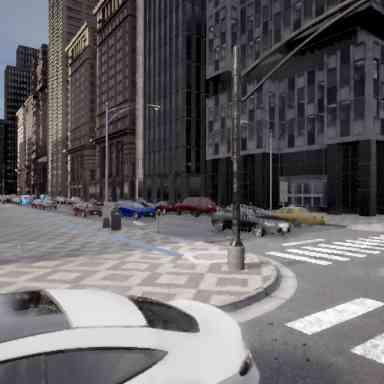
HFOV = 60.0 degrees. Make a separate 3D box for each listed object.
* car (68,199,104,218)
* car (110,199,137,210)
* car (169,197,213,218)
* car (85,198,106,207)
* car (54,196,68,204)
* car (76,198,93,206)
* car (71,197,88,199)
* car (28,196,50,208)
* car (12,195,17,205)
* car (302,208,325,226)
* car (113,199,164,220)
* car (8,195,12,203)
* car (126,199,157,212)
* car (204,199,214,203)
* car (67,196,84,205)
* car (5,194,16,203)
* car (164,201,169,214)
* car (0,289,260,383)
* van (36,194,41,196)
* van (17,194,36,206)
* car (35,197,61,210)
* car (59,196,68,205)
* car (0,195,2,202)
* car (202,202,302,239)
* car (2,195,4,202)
[{"bbox_3d":[-9.913,1.612,31.451,1.887,1.381,4.507,0,0,-35],"label":"car"},{"bbox_3d":[-9.439,1.680,45.535,2.008,1.369,4.403,0,0,-35],"label":"car"},{"bbox_3d":[0.271,1.398,31.819,2.192,1.841,5.009,0,0,-35],"label":"car"},{"bbox_3d":[-15.912,1.727,54.679,1.947,1.339,4.313,0,0,-35],"label":"car"},{"bbox_3d":[-28.859,1.668,72.967,1.967,1.590,4.097,0,0,-35],"label":"car"},{"bbox_3d":[-19.149,1.759,59.251,1.802,1.307,4.206,0,0,-35],"label":"car"},{"bbox_3d":[-12.909,1.666,40.375,1.994,1.385,4.181,0,0,-34],"label":"car"},{"bbox_3d":[-22.860,1.712,49.740,1.802,1.307,4.206,0,0,-35],"label":"car"},{"bbox_3d":[-32.473,1.705,63.318,1.752,1.417,4.829,0,0,-35],"label":"car"},{"bbox_3d":[6.647,1.578,22.814,1.752,1.417,4.829,0,0,-35],"label":"car"},{"bbox_3d":[-4.728,1.540,28.742,1.882,1.535,5.008,0,0,-35],"label":"car"},{"bbox_3d":[-35.808,1.779,68.029,1.802,1.307,4.206,0,0,-35],"label":"car"},{"bbox_3d":[-6.301,1.639,41.102,1.752,1.417,4.829,0,0,-35],"label":"car"},{"bbox_3d":[3.410,1.593,27.386,1.752,1.417,4.829,0,0,-35],"label":"car"},{"bbox_3d":[-22.385,1.634,63.823,1.967,1.590,4.097,0,0,-35],"label":"car"},{"bbox_3d":[-39.046,1.530,72.602,2.192,1.841,5.009,0,0,-35],"label":"car"},{"bbox_3d":[-2.965,1.643,36.391,1.887,1.381,4.507,0,0,-35],"label":"car"},{"bbox_3d":[-1.557,1.526,2.152,4.674,1.442,1.812,0,0,-36],"label":"car"},{"bbox_3d":[-38.570,1.622,86.684,1.690,1.788,3.998,0,0,-35],"label":"van"},{"bbox_3d":[-29.335,1.505,58.885,1.690,1.788,3.998,0,0,-35],"label":"van"},{"bbox_3d":[-19.624,1.696,45.168,1.802,1.307,4.206,0,0,-35],"label":"car"},{"bbox_3d":[-23.536,1.780,60.842,1.895,1.301,4.718,0,0,-36],"label":"car"},{"bbox_3d":[-45.519,1.690,81.746,1.967,1.590,4.097,0,0,-35],"label":"car"},{"bbox_3d":[3.006,1.518,17.814,2.128,1.511,4.902,0,0,-35],"label":"car"},{"bbox_3d":[-42.282,1.814,77.174,1.802,1.307,4.206,0,0,-35],"label":"car"}]
